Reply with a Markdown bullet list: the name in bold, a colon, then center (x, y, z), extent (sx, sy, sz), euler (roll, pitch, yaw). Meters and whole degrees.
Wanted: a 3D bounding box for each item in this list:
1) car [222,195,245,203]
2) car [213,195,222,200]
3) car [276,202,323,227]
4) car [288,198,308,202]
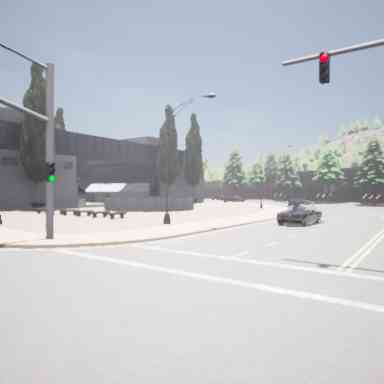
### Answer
- **car**: center (8.907, 1.425, 68.623), extent (1.812, 1.442, 4.674), euler (0, 0, -31)
- **car**: center (6.037, 1.217, 72.610), extent (1.812, 1.442, 4.674), euler (0, 0, -40)
- **car**: center (7.449, 1.581, 22.833), extent (1.895, 1.301, 4.718), euler (0, 0, 35)
- **car**: center (15.333, 1.555, 47.470), extent (1.895, 1.301, 4.718), euler (0, 0, -1)
